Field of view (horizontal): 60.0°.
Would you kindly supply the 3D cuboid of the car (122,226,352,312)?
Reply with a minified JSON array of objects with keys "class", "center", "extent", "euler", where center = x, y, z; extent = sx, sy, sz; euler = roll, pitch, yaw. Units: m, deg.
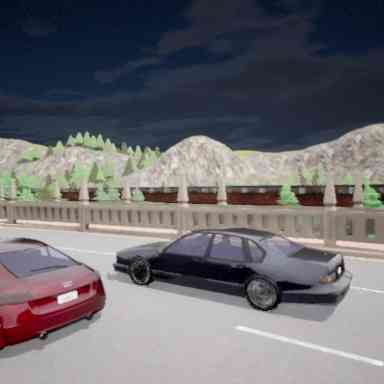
[{"class":"car","center":[0.649,1.515,7.599],"extent":[5.357,1.411,2.033],"euler":[0,0,33]}]

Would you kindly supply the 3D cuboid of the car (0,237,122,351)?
[{"class":"car","center":[-3.572,1.545,6.042],"extent":[4.181,1.385,1.994],"euler":[0,0,32]}]
